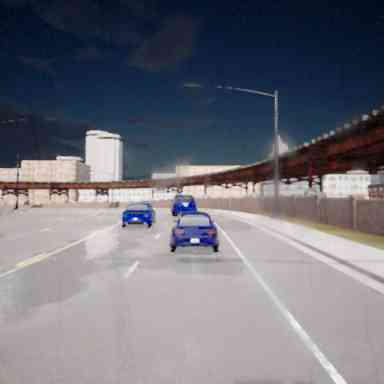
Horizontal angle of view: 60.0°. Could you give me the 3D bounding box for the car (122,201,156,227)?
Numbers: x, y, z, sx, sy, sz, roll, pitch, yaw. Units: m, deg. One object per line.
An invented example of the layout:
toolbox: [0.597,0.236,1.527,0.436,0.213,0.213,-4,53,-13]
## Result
car: [-3.610,1.511,22.993,1.882,1.535,5.008,0,0,-3]

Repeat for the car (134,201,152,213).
car: [-6.180,1.819,41.931,1.994,1.385,4.181,0,-1,-12]

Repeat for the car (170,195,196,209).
car: [-0.880,1.307,32.147,2.150,2.045,5.566,0,-1,-7]

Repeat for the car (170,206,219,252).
car: [0.093,1.545,13.952,1.812,1.442,4.674,0,0,0]
